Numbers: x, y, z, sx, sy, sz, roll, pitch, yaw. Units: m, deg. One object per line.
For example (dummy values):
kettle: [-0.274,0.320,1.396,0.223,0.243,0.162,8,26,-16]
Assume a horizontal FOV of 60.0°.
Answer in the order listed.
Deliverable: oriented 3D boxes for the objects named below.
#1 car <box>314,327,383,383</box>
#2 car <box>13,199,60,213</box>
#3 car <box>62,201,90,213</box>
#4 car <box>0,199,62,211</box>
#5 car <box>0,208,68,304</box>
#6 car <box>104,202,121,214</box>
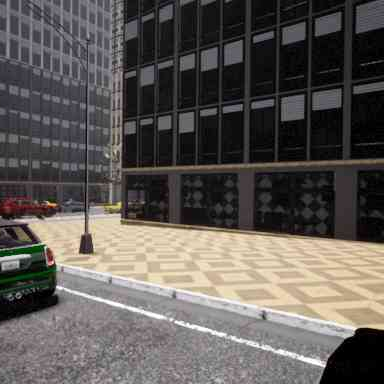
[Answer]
car: [2.986,1.601,1.549,4.718,1.301,1.895,0,0,36]
car: [-18.419,1.641,39.540,1.752,1.417,4.829,1,0,37]
car: [-14.539,1.748,40.409,1.994,1.385,4.181,1,0,37]
car: [-14.939,1.518,30.158,2.192,1.841,5.009,1,0,37]
car: [-5.011,1.348,7.268,4.553,1.767,2.097,0,0,36]
car: [-8.124,1.829,39.357,1.752,1.417,4.829,1,0,37]
